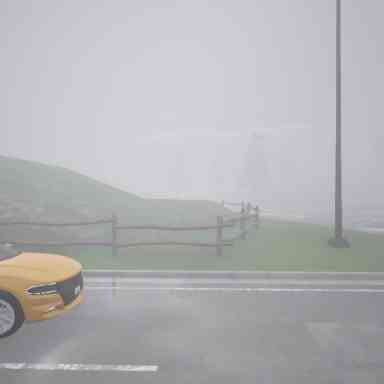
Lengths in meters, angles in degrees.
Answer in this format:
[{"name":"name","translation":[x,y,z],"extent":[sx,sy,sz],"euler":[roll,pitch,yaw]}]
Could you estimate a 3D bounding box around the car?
[{"name":"car","translation":[-4.539,1.478,6.035],"extent":[5.008,1.535,1.882],"euler":[0,0,2]}]
